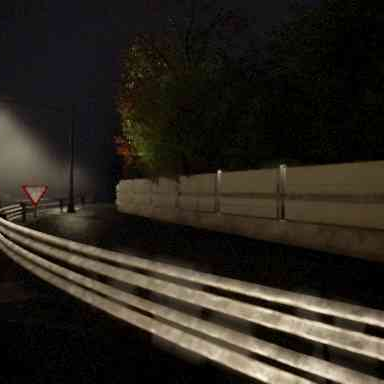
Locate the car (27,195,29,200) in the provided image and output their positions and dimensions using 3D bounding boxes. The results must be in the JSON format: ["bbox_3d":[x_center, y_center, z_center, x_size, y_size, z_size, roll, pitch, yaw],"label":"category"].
[{"bbox_3d":[-36.222,0.703,75.499,2.150,2.045,5.566,0,0,-26],"label":"car"}]

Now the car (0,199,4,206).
[{"bbox_3d":[-26.596,1.235,44.049,1.994,1.385,4.181,0,0,-9],"label":"car"}]
